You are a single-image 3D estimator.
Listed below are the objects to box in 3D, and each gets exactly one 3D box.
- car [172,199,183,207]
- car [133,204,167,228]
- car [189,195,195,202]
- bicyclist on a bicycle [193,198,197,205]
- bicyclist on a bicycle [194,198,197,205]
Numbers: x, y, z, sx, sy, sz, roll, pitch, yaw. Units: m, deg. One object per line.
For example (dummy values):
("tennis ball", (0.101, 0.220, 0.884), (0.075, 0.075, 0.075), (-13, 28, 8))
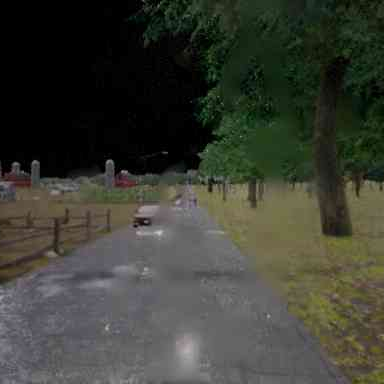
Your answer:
("car", (-2.757, 2.114, 64.749), (2.128, 1.511, 4.902), (0, 0, 1))
("car", (-2.846, 1.598, 23.171), (1.882, 1.535, 5.008), (0, 0, 0))
("car", (0.017, 2.009, 95.249), (1.812, 1.442, 4.674), (0, 0, 0))
("bicyclist on a bicycle", (0.764, 2.114, 77.149), (0.866, 1.612, 1.509), (0, 0, 0))
("bicyclist on a bicycle", (0.768, 2.099, 68.156), (0.582, 1.620, 1.656), (0, -1, 0))
